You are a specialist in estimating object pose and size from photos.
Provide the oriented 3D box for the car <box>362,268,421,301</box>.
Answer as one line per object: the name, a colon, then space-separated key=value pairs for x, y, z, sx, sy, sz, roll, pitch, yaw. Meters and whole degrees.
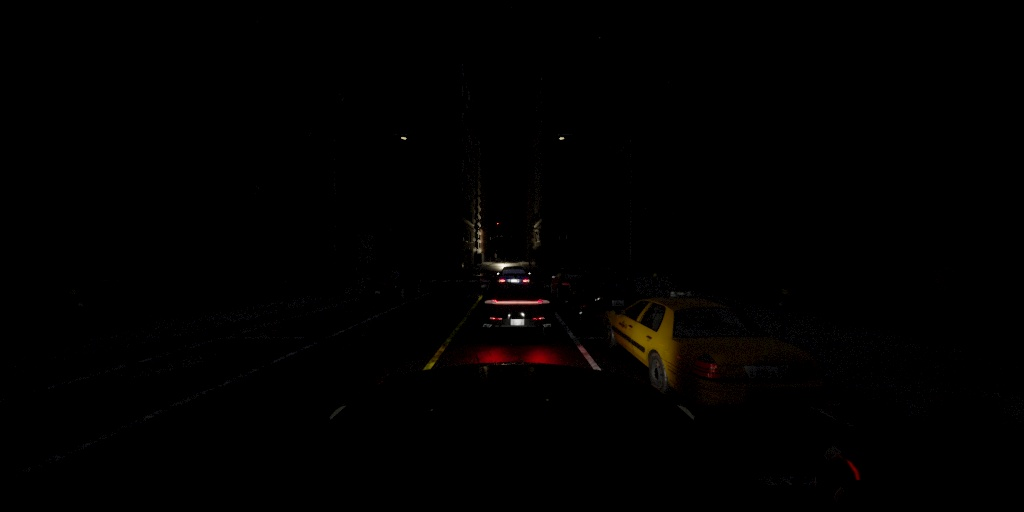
car: x=-5.668 y=1.290 z=17.361 sx=1.888 sy=1.381 sz=4.507 roll=0 pitch=0 yaw=0

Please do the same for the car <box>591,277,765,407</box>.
car: x=2.874 y=1.274 z=6.360 sx=1.751 sy=1.417 sz=4.829 roll=0 pitch=0 yaw=0

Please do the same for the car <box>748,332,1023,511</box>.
car: x=2.873 y=1.301 z=0.604 sx=2.007 sy=1.370 sz=4.403 roll=0 pitch=0 yaw=0

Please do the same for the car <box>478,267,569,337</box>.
car: x=0.104 y=1.239 z=10.301 sx=2.128 sy=1.511 sz=4.902 roll=0 pitch=0 yaw=0

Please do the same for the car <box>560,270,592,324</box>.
car: x=2.876 y=1.312 z=11.776 sx=1.948 sy=1.339 sz=4.313 roll=0 pitch=0 yaw=0
